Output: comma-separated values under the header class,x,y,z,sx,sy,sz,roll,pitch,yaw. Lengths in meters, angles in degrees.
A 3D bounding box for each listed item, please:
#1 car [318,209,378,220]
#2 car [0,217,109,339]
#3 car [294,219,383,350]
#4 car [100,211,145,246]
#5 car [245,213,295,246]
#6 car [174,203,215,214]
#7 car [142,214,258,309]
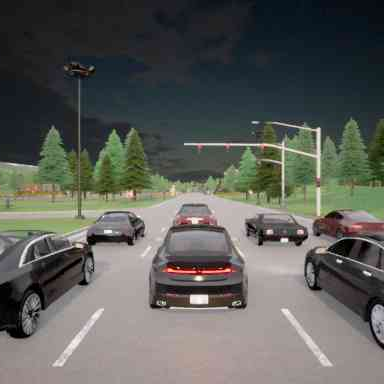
class,x,y,z,sx,sy,sz,roll,pitch,yaw
car,7.132,1.526,15.327,1.812,1.442,4.674,0,0,0
car,-3.385,1.492,6.558,2.128,1.511,4.902,0,0,0
car,3.614,1.505,6.150,1.837,1.490,4.892,0,0,0
car,-3.367,1.564,15.363,1.994,1.385,4.181,0,0,0
car,3.632,1.601,15.251,1.895,1.301,4.718,0,0,0
car,0.135,1.352,16.988,2.097,1.767,4.553,0,0,0
car,0.118,1.505,7.851,1.837,1.490,4.892,0,0,0
